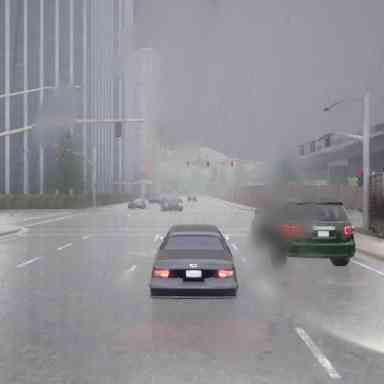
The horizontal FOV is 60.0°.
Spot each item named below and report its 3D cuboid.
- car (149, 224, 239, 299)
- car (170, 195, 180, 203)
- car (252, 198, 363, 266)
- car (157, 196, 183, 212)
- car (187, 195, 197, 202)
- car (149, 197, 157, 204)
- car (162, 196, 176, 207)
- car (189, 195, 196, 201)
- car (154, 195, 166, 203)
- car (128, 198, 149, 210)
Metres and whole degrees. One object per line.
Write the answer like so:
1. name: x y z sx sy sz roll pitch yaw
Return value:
1. car: 0.056 1.550 8.625 2.033 1.411 5.357 0 0 1
2. car: -3.490 1.500 69.007 1.882 1.535 5.008 0 0 0
3. car: 3.574 1.225 11.658 2.150 2.045 5.566 0 0 1
4. car: -2.491 1.392 38.623 2.097 1.767 4.553 0 0 -13
5. car: 0.015 1.381 78.643 2.097 1.767 4.553 0 0 0
6. car: -7.043 1.621 62.594 1.895 1.301 4.718 0 0 1
7. car: -3.584 1.495 52.101 1.882 1.535 5.008 0 1 0
8. car: 0.017 1.529 88.888 1.837 1.490 4.892 0 0 0
9. car: -6.986 1.549 73.667 2.128 1.511 4.902 0 0 0
10. car: -7.090 1.545 43.185 1.812 1.442 4.674 0 0 0
